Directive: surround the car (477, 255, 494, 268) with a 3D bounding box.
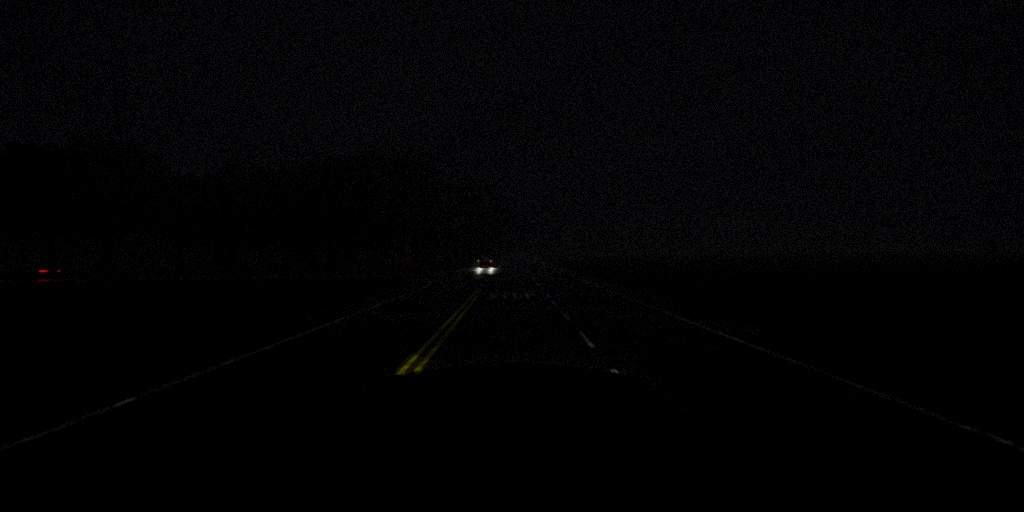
[{"bbox_3d":[-3.549,0.624,48.642,2.097,1.767,4.553,0,1,0],"label":"car"}]

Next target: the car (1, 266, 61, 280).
[{"bbox_3d":[-49.327,1.735,36.875,4.674,1.442,1.812,-1,-1,1],"label":"car"}]
